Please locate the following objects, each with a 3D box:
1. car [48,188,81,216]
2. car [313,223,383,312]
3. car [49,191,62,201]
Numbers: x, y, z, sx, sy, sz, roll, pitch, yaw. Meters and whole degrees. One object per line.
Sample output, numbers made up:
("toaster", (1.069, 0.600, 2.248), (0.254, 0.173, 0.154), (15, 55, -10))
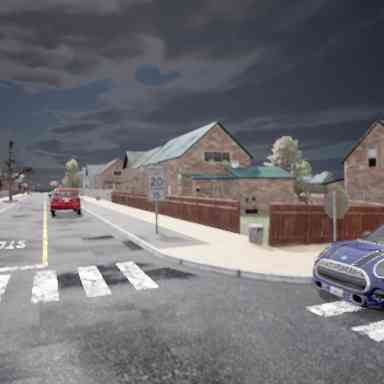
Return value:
("car", (-10.418, 0.733, 27.209), (2.150, 2.045, 5.566), (-1, 1, -24))
("car", (4.928, 1.342, 7.178), (4.553, 1.767, 2.097), (0, 0, -19))
("car", (-21.452, 0.613, 52.179), (1.837, 1.490, 4.892), (-1, 1, -24))
